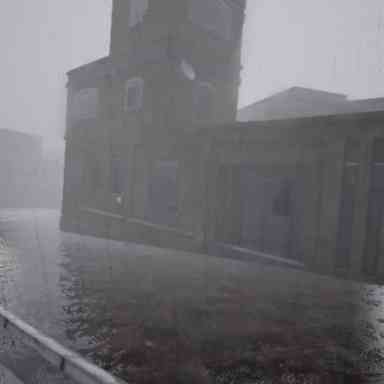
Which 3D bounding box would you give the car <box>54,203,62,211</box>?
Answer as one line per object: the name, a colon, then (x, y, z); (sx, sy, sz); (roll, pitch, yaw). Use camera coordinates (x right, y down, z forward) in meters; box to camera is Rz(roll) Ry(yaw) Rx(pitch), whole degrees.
car: (-20.980, 2.479, 55.941); (1.837, 1.490, 4.892); (5, -1, 17)
